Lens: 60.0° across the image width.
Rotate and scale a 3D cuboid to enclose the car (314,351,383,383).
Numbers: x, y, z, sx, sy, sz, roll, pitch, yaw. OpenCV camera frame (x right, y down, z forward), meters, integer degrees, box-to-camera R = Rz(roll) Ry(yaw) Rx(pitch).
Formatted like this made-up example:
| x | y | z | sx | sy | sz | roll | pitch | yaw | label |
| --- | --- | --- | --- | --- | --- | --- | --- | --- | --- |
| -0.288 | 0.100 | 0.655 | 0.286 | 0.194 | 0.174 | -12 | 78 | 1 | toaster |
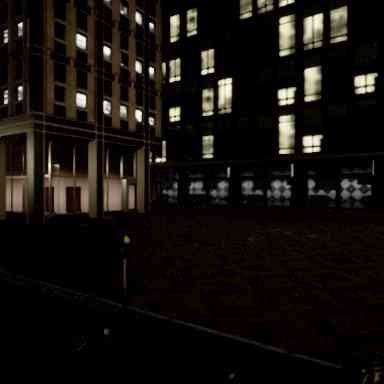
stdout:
| x | y | z | sx | sy | sz | roll | pitch | yaw | label |
| --- | --- | --- | --- | --- | --- | --- | --- | --- | --- |
| 2.346 | 1.441 | 1.243 | 4.097 | 1.590 | 1.967 | 0 | 0 | 35 | car |
